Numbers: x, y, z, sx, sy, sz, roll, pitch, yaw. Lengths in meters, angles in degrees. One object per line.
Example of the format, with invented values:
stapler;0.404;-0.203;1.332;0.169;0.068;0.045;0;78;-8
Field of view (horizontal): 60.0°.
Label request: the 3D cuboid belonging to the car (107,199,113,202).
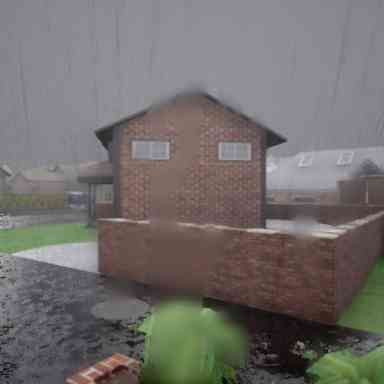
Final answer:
car;-9.151;1.541;40.340;2.128;1.511;4.902;0;0;36
